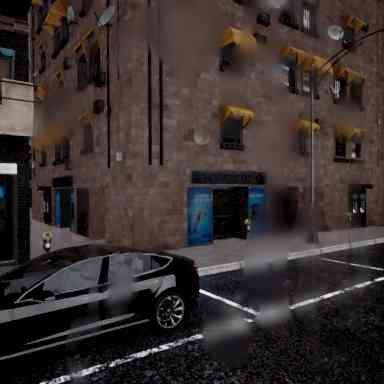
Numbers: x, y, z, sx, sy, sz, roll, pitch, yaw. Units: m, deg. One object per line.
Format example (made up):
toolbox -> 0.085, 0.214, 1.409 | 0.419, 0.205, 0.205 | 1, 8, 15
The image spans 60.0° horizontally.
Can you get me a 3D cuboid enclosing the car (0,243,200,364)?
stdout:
car -> -1.852, 1.566, 5.244 | 4.313, 1.339, 1.947 | 0, 0, -36
